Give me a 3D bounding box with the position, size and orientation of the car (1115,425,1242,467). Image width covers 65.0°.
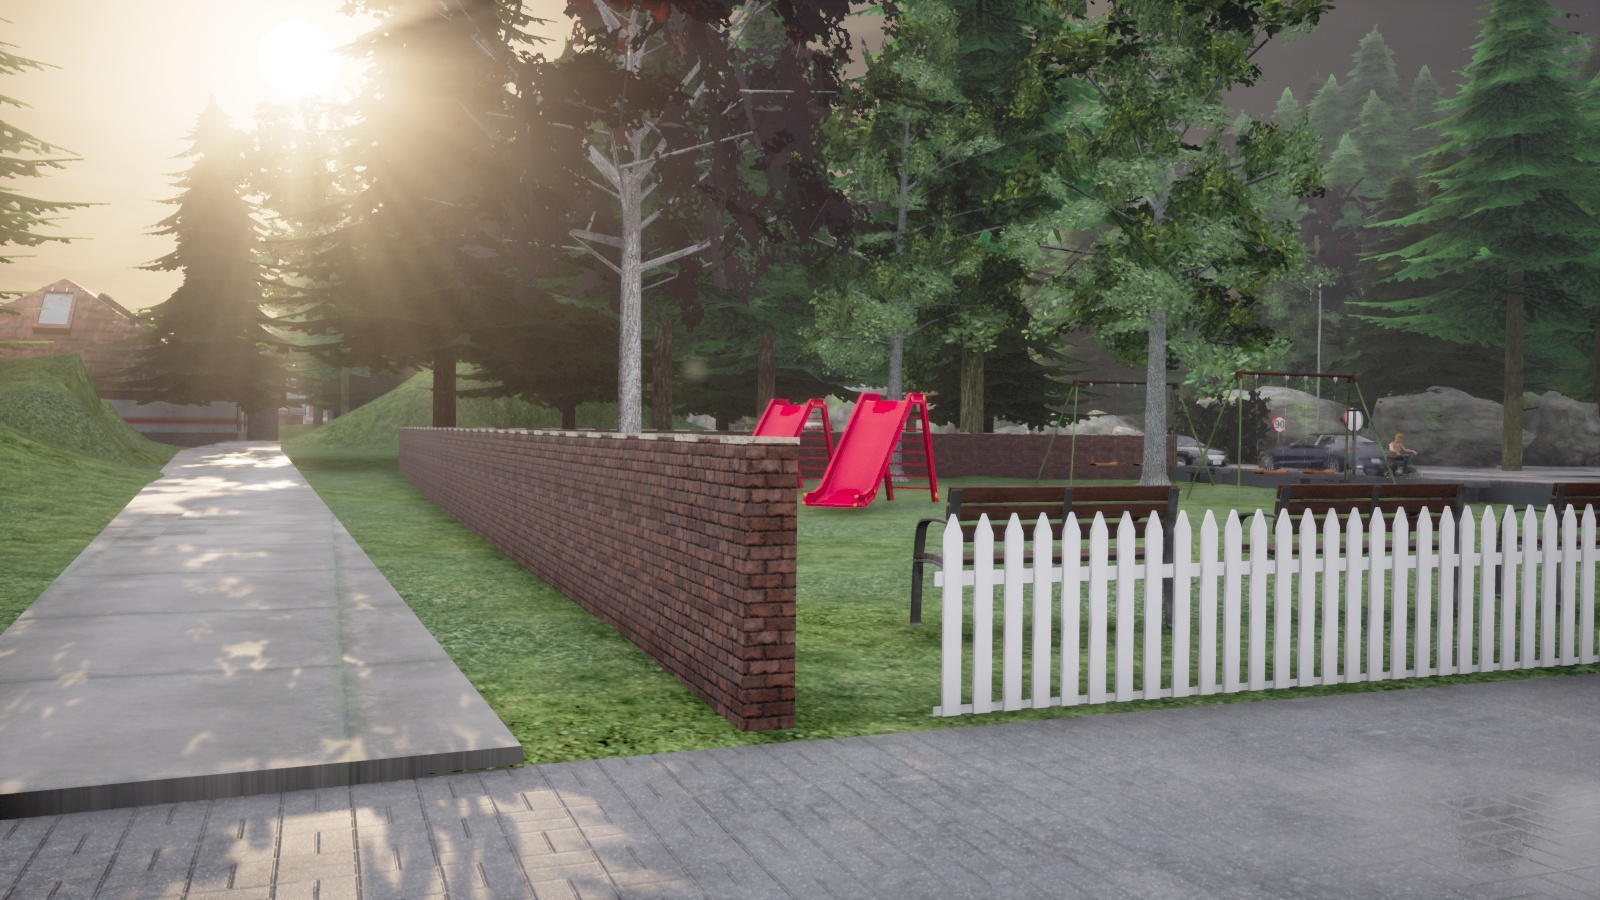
[{"bbox_3d":[14.462,-0.187,48.274,2.128,1.511,4.902,-1,1,-21],"label":"car"}]

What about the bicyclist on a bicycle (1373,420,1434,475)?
[{"bbox_3d":[18.324,-0.084,38.151,0.866,1.612,1.509,-1,1,-21],"label":"bicyclist on a bicycle"}]

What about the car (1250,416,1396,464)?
[{"bbox_3d":[19.332,-0.392,46.717,2.152,1.651,5.027,-1,1,-21],"label":"car"}]
